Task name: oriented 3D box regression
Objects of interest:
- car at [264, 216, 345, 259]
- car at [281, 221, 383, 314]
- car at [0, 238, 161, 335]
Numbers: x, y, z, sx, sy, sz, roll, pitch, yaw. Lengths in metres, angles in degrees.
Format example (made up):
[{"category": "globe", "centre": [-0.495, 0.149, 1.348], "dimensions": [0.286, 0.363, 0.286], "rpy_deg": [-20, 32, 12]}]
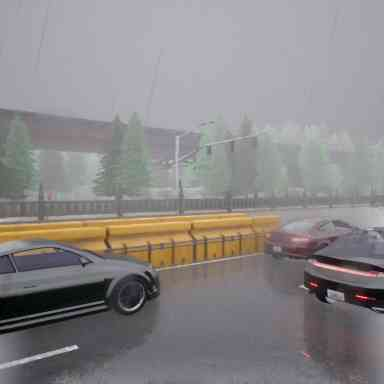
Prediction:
[{"category": "car", "centre": [4.422, 1.526, 11.234], "dimensions": [4.674, 1.442, 1.812], "rpy_deg": [0, 0, -35]}, {"category": "car", "centre": [4.360, 1.492, 6.902], "dimensions": [4.902, 1.511, 2.128], "rpy_deg": [0, 0, -35]}, {"category": "car", "centre": [-2.683, 1.564, 6.125], "dimensions": [4.181, 1.385, 1.994], "rpy_deg": [0, 0, -36]}]
